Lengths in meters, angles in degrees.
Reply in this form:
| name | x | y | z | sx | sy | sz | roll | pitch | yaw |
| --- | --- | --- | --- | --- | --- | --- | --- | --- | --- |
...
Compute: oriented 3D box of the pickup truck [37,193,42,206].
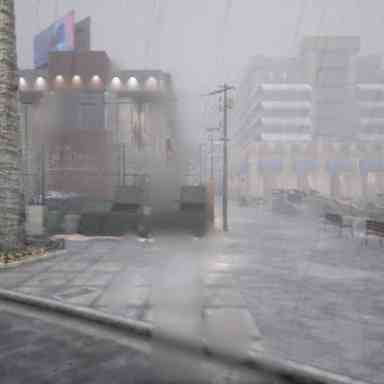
| name | x | y | z | sx | sy | sz | roll | pitch | yaw |
| --- | --- | --- | --- | --- | --- | --- | --- | --- | --- |
| pickup truck | -10.329 | 0.898 | 25.946 | 2.390 | 2.098 | 6.274 | 0 | 0 | 0 |
